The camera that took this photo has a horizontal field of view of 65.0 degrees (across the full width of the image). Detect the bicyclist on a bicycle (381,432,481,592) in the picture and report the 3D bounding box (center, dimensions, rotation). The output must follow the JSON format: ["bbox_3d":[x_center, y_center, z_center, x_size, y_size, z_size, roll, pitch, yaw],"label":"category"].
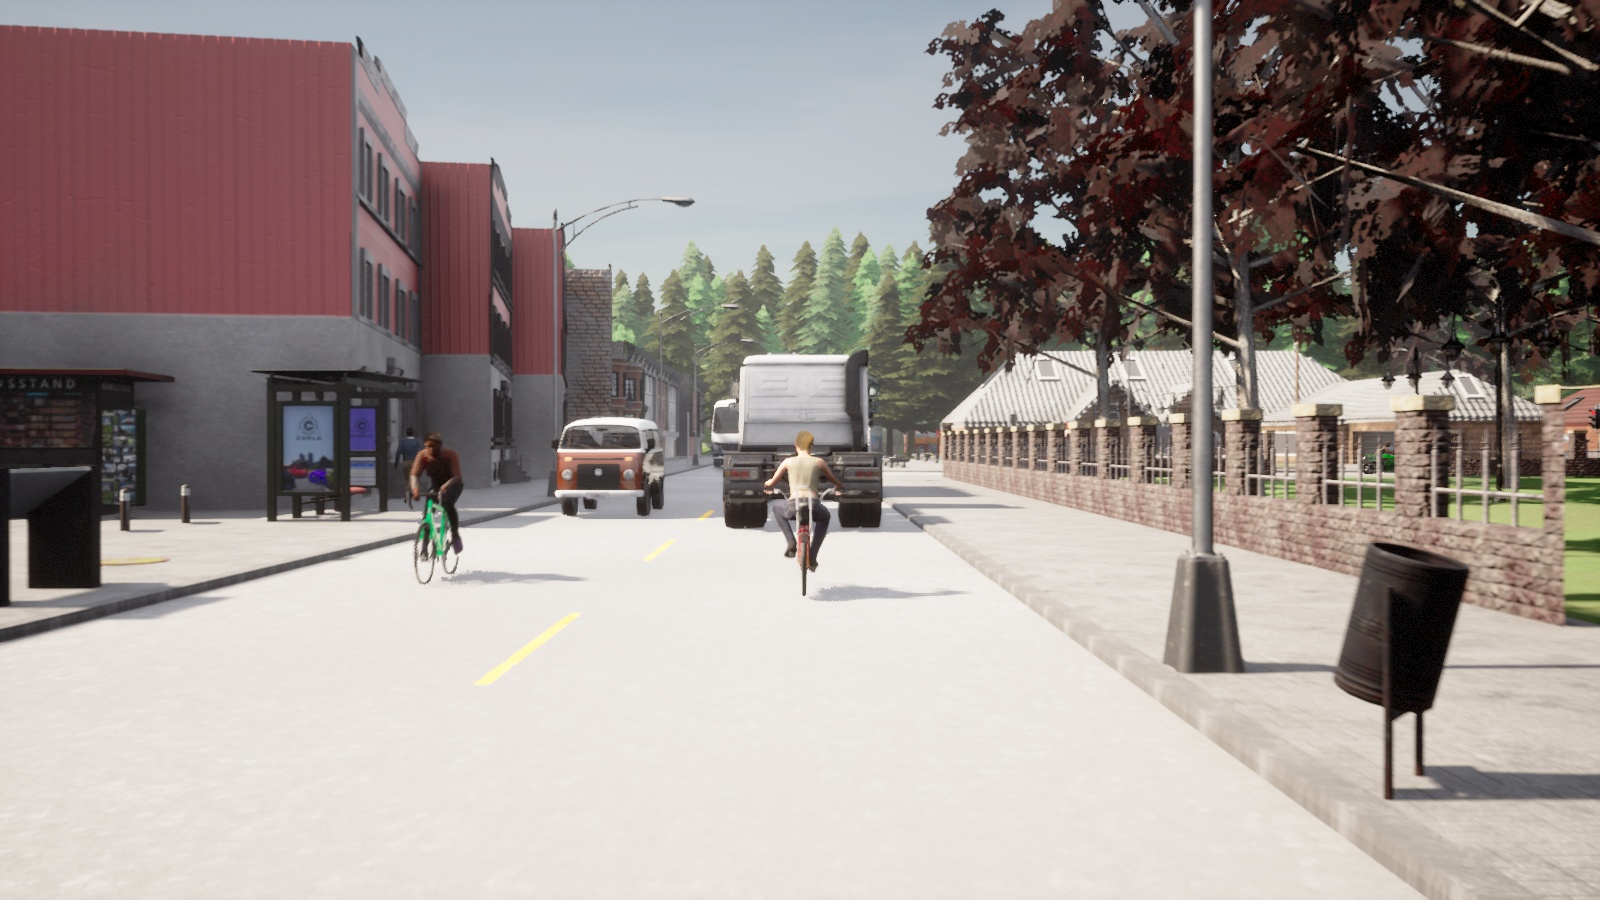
[{"bbox_3d":[-3.955,0.618,13.563,0.582,1.620,1.656,0,1,0],"label":"bicyclist on a bicycle"}]

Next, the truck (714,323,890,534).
[{"bbox_3d":[0.070,-0.378,24.646,2.891,3.462,7.936,0,0,1],"label":"truck"}]

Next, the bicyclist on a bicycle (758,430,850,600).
[{"bbox_3d":[0.043,0.610,12.618,0.866,1.612,1.509,0,0,0],"label":"bicyclist on a bicycle"}]

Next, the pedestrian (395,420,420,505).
[{"bbox_3d":[-9.141,0.280,29.282,0.423,1.949,0.788,0,0,-7],"label":"pedestrian"}]

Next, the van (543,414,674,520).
[{"bbox_3d":[-3.927,0.314,26.478,2.069,2.038,4.480,0,0,0],"label":"van"}]

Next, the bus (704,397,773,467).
[{"bbox_3d":[-3.810,-1.101,81.053,3.944,4.253,10.273,0,0,0],"label":"bus"}]

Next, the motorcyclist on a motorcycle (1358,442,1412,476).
[{"bbox_3d":[26.360,0.421,56.588,2.044,1.523,0.797,0,0,-1],"label":"motorcyclist on a motorcycle"}]
